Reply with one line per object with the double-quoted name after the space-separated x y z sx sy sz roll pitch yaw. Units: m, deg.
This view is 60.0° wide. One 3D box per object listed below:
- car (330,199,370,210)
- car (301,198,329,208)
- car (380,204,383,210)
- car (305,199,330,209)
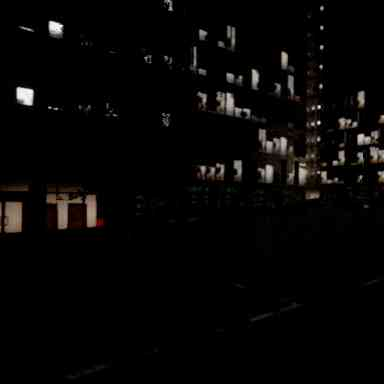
20.492 1.585 42.567 1.967 1.590 4.097 1 -1 -35 "car"
20.851 1.843 56.683 1.967 1.590 4.097 1 -1 -35 "car"
23.747 1.672 37.907 1.802 1.307 4.206 1 -1 -35 "car"
17.334 1.724 47.086 1.752 1.417 4.829 1 -1 -35 "car"
